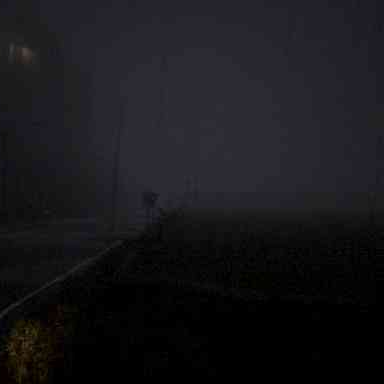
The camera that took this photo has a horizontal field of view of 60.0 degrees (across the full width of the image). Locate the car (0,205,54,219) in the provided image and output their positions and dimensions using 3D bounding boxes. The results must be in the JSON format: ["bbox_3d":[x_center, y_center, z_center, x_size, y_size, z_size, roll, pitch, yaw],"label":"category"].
[{"bbox_3d":[-17.470,2.091,34.885,5.357,1.411,2.033,0,-1,0],"label":"car"}]

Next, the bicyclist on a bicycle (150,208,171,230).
[{"bbox_3d":[-1.912,1.834,21.403,1.656,1.620,0.582,0,-1,0],"label":"bicyclist on a bicycle"}]

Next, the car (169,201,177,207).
[{"bbox_3d":[-5.019,3.032,87.150,1.812,1.442,4.674,0,-1,0],"label":"car"}]

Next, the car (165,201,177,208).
[{"bbox_3d":[-5.093,2.839,74.870,2.033,1.411,5.357,0,-1,0],"label":"car"}]
